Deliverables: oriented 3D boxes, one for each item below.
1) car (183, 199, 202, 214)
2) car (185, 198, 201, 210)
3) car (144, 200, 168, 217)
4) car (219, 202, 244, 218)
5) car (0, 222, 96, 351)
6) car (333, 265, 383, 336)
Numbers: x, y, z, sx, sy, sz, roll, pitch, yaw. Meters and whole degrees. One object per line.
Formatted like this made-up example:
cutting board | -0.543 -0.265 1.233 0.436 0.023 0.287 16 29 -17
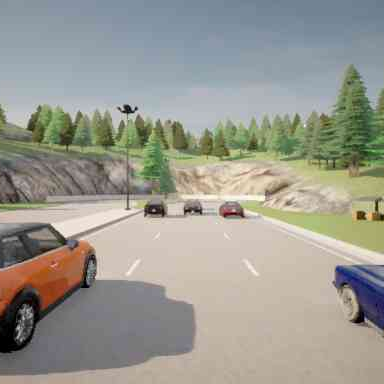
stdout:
car | 0.097 1.601 34.481 1.895 1.301 4.718 0 0 0
car | 0.145 1.564 43.335 1.994 1.385 4.181 0 0 1
car | -3.400 1.477 31.877 1.882 1.535 5.008 0 0 0
car | 3.600 1.564 30.702 1.994 1.385 4.181 0 0 0
car | -3.404 1.353 6.353 2.097 1.767 4.553 0 0 0
car | 3.598 1.601 4.216 1.895 1.301 4.718 0 0 0
